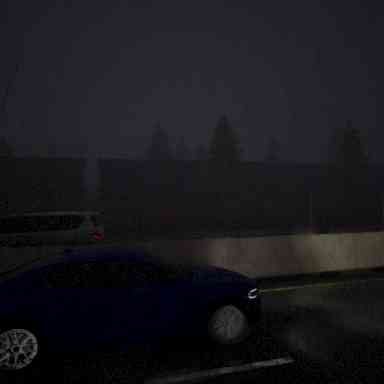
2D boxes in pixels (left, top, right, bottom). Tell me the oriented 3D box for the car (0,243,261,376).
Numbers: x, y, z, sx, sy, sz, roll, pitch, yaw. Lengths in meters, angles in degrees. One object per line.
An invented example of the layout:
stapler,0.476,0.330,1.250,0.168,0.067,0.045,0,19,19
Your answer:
car,-1.247,1.707,5.738,5.008,1.535,1.882,0,-2,-17

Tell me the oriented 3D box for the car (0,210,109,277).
car,-5.882,1.725,11.873,5.566,2.045,2.150,0,-2,-17
